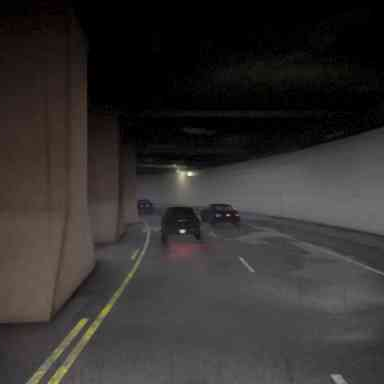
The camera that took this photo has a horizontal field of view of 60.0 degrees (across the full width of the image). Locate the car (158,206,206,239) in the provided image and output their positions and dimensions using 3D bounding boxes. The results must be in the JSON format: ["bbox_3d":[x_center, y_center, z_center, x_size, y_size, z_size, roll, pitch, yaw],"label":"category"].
[{"bbox_3d":[-0.687,1.506,17.298,1.837,1.490,4.892,0,0,-6],"label":"car"}]

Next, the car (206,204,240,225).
[{"bbox_3d":[1.889,1.548,24.010,2.033,1.411,5.357,0,0,-10],"label":"car"}]

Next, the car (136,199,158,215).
[{"bbox_3d":[-5.694,1.549,38.434,2.033,1.411,5.357,0,0,-20],"label":"car"}]
